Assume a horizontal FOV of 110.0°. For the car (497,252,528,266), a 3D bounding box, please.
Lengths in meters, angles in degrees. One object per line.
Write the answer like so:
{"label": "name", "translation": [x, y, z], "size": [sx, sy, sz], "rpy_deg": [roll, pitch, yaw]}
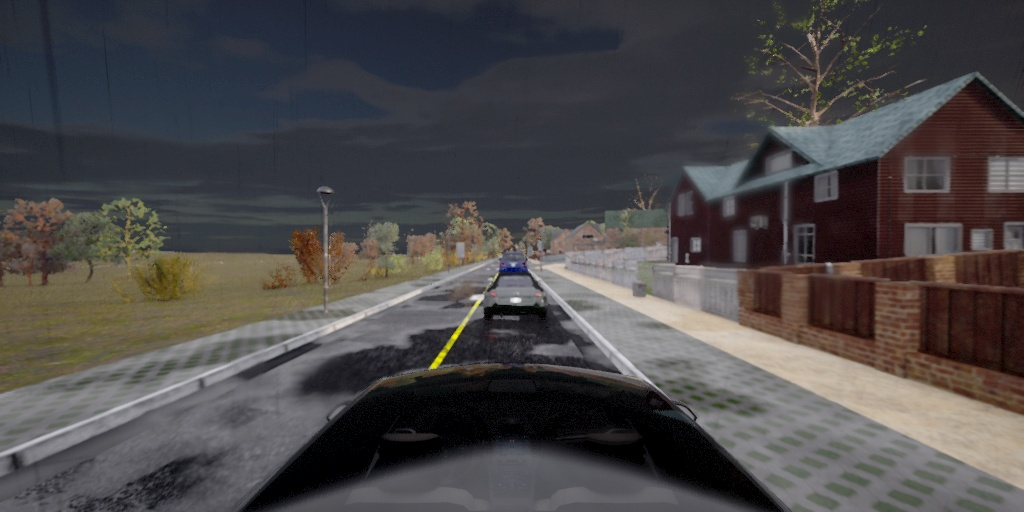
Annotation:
{"label": "car", "translation": [0.111, 0.735, 28.865], "size": [2.150, 2.045, 5.566], "rpy_deg": [0, 0, 0]}

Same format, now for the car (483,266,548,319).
{"label": "car", "translation": [0.101, 1.220, 12.310], "size": [1.994, 1.385, 4.181], "rpy_deg": [0, 1, 0]}
